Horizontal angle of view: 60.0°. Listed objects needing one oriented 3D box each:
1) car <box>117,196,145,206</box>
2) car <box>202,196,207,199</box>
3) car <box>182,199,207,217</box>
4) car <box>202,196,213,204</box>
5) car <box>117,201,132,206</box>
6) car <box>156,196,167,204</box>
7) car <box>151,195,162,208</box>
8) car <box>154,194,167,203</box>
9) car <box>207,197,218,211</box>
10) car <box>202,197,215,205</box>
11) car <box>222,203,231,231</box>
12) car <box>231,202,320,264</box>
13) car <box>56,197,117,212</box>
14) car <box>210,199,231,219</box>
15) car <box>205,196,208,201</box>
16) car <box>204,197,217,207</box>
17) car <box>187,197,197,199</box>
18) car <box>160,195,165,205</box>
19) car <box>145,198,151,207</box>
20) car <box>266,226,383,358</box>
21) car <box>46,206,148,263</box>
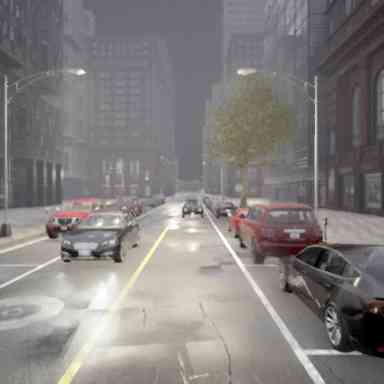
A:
[{"bbox_3d":[-5.685,1.268,28.522,2.192,1.841,5.009,0,0,0],"label":"car"},{"bbox_3d":[2.831,1.375,45.440,1.967,1.590,4.097,0,0,0],"label":"car"},{"bbox_3d":[0.073,1.551,30.400,1.895,1.301,4.718,0,0,0],"label":"car"},{"bbox_3d":[2.821,1.499,62.358,1.947,1.339,4.313,0,0,0],"label":"car"},{"bbox_3d":[-5.682,1.527,22.885,1.947,1.339,4.313,0,0,0],"label":"car"},{"bbox_3d":[-5.704,1.515,62.355,1.802,1.307,4.206,0,0,0],"label":"car"},{"bbox_3d":[-5.694,1.501,45.440,1.947,1.339,4.313,0,0,0],"label":"car"},{"bbox_3d":[-5.701,1.247,56.716,2.192,1.841,5.009,0,0,0],"label":"car"},{"bbox_3d":[2.837,1.471,34.331,1.752,1.417,4.829,0,0,0],"label":"car"},{"bbox_3d":[2.824,1.498,56.718,1.947,1.339,4.313,0,0,0],"label":"car"},{"bbox_3d":[2.847,1.515,17.242,1.887,1.381,4.507,0,0,0],"label":"car"},{"bbox_3d":[2.850,1.294,11.602,2.192,1.841,5.009,0,0,0],"label":"car"},{"bbox_3d":[-5.679,1.285,17.245,2.192,1.841,5.009,0,0,0],"label":"car"},{"bbox_3d":[2.841,1.519,28.521,1.947,1.339,4.313,0,0,0],"label":"car"},{"bbox_3d":[2.834,1.522,39.800,1.802,1.307,4.206,0,0,0],"label":"car"},{"bbox_3d":[2.828,1.515,51.079,1.802,1.307,4.206,0,0,0],"label":"car"},{"bbox_3d":[-0.021,1.440,47.818,1.837,1.490,4.892,0,0,0],"label":"car"},{"bbox_3d":[-5.698,1.499,51.078,1.947,1.339,4.313,0,0,0],"label":"car"},{"bbox_3d":[-5.688,1.490,34.162,1.887,1.381,4.507,0,0,0],"label":"car"},{"bbox_3d":[2.853,1.554,5.962,1.947,1.339,4.313,0,0,0],"label":"car"},{"bbox_3d":[-3.046,1.471,11.949,2.128,1.511,4.902,0,0,0],"label":"car"}]
